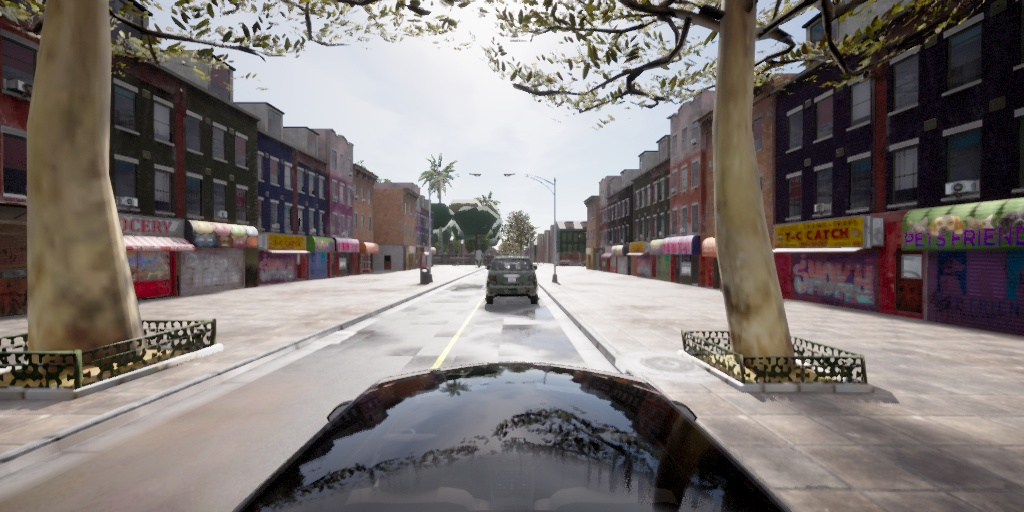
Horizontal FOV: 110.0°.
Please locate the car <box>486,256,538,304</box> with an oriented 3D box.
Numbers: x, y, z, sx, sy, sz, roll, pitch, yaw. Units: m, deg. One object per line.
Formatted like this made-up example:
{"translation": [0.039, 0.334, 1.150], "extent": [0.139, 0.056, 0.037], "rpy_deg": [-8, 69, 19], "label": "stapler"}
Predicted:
{"translation": [0.000, 1.022, 16.532], "extent": [2.150, 2.045, 5.566], "rpy_deg": [0, 0, 0], "label": "car"}
